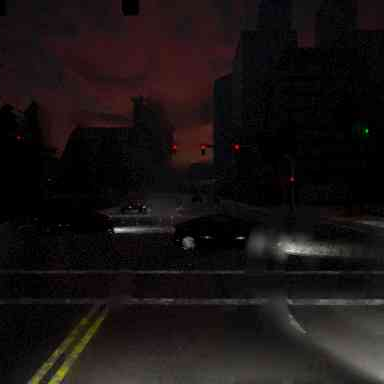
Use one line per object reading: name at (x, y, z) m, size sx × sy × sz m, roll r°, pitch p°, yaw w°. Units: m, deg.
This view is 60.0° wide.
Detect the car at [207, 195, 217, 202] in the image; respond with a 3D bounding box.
car at (4.627, 1.478, 77.142) m, size 1.882 × 1.535 × 5.008 m, roll 0°, pitch 0°, yaw 1°

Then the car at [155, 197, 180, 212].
car at (-2.839, 1.601, 39.200) m, size 1.895 × 1.301 × 4.718 m, roll 0°, pitch 0°, yaw 1°

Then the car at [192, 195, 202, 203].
car at (1.033, 1.352, 67.436) m, size 2.097 × 1.767 × 4.553 m, roll 0°, pitch 0°, yaw 1°

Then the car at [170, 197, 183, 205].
car at (-2.635, 1.547, 58.326) m, size 2.033 × 1.411 × 5.357 m, roll 0°, pitch 0°, yaw 1°

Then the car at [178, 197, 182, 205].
car at (-2.751, 1.564, 48.002) m, size 1.994 × 1.385 × 4.181 m, roll 0°, pitch 0°, yaw 1°

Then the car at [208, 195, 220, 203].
car at (4.636, 1.547, 67.319) m, size 2.033 × 1.411 × 5.357 m, roll 0°, pitch 0°, yaw 1°

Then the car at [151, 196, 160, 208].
car at (-6.262, 1.491, 46.973) m, size 2.128 × 1.511 × 4.902 m, roll 0°, pitch 0°, yaw 1°

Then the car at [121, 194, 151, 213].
car at (-6.360, 1.221, 37.093) m, size 2.150 × 2.045 × 5.566 m, roll 0°, pitch 0°, yaw 1°

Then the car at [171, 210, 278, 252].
car at (1.274, 1.564, 13.369) m, size 4.181 × 1.385 × 1.994 m, roll 0°, pitch 0°, yaw 1°

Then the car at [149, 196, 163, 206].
car at (-6.153, 1.505, 57.032) m, size 1.837 × 1.490 × 4.892 m, roll 0°, pitch 0°, yaw 0°

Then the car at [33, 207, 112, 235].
car at (-6.675, 1.564, 18.851) m, size 4.181 × 1.385 × 1.994 m, roll 0°, pitch 0°, yaw -23°
